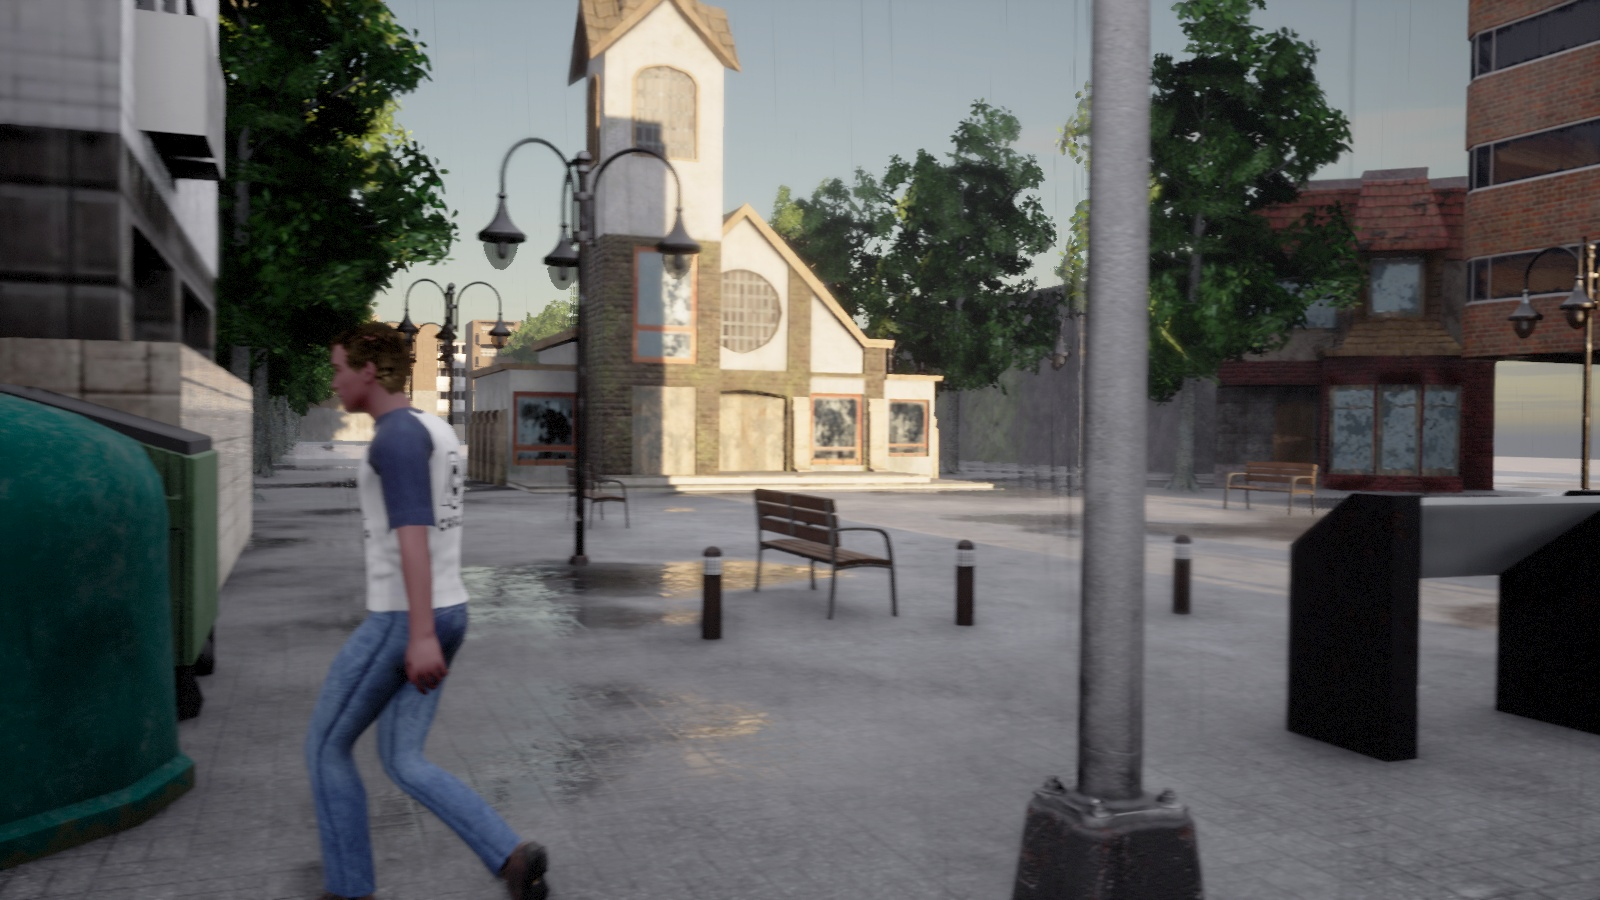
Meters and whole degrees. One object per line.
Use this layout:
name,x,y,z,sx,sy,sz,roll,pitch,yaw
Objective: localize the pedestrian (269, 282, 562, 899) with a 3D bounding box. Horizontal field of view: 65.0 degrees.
pedestrian,-1.099,0.460,3.653,0.706,1.836,0.354,-1,1,5
